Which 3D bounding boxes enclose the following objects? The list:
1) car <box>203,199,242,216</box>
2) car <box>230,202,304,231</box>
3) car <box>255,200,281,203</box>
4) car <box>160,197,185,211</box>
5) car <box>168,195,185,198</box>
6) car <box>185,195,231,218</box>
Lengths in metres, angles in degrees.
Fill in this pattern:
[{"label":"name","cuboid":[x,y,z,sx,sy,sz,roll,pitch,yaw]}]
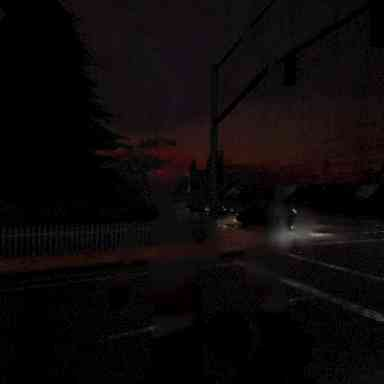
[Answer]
[{"label":"car","cuboid":[3.093,1.565,35.427,2.128,1.511,4.902,1,0,-22]},{"label":"car","cuboid":[4.852,1.643,21.654,2.033,1.411,5.357,1,0,-22]},{"label":"car","cuboid":[6.477,1.462,27.002,2.097,1.767,4.553,1,0,-22]},{"label":"car","cuboid":[-1.993,1.623,38.700,1.895,1.301,4.718,1,0,-22]},{"label":"car","cuboid":[-1.424,1.529,46.717,1.837,1.490,4.892,1,0,-21]},{"label":"car","cuboid":[1.358,1.410,30.363,2.097,1.767,4.553,1,0,-22]}]
